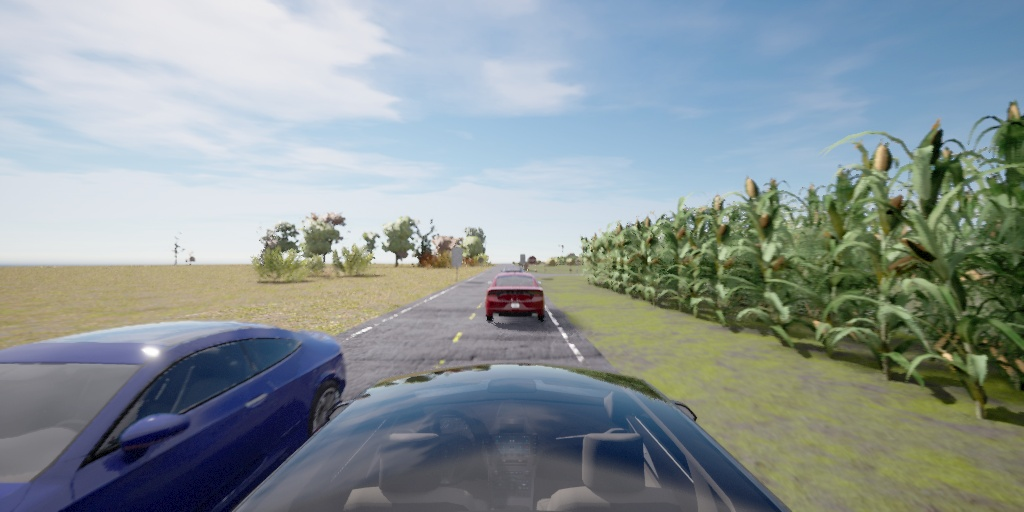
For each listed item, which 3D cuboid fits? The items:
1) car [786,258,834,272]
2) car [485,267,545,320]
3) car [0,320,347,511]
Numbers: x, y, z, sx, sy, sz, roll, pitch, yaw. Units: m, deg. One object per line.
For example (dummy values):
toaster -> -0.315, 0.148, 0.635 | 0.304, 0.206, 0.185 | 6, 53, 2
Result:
car -> 39.752, 1.183, 47.896 | 4.553, 1.767, 2.097 | -1, -1, 0
car -> 0.100, 1.335, 13.090 | 1.882, 1.535, 5.008 | 0, -1, 0
car -> -2.838, 1.283, 2.495 | 1.812, 1.442, 4.674 | 0, -1, 0
